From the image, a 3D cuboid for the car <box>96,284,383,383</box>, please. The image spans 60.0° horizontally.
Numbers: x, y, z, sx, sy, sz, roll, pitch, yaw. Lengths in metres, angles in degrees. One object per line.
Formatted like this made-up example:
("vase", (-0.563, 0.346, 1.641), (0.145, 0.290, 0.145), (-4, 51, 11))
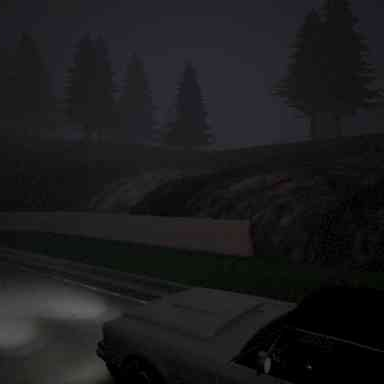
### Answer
("car", (1.251, 1.614, 3.086), (4.718, 1.301, 1.895), (-1, -1, 37))
